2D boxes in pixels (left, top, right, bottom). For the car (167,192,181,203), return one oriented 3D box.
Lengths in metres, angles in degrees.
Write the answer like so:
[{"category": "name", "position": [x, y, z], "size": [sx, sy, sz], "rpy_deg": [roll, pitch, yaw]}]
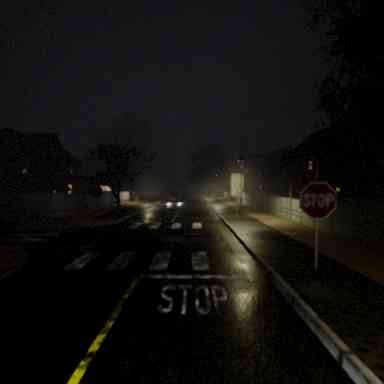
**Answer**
[{"category": "car", "position": [-2.519, 0.743, 47.691], "size": [1.812, 1.442, 4.674], "rpy_deg": [0, 1, 0]}]
